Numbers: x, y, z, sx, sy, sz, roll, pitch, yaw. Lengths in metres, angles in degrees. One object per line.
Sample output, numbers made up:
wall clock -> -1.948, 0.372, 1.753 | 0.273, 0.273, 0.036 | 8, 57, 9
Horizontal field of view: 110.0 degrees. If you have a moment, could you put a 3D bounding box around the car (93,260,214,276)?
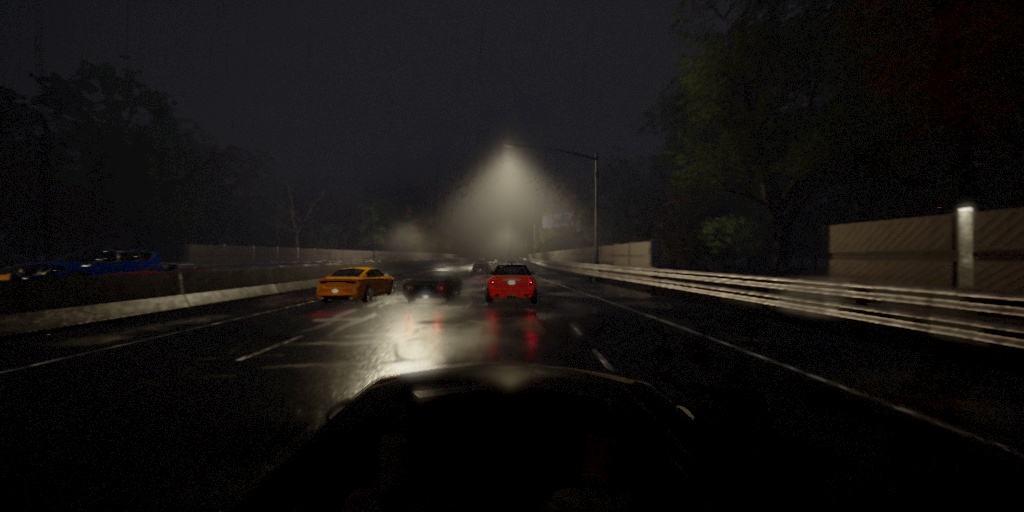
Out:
car -> -17.508, 1.006, 18.236 | 1.895, 1.301, 4.718 | 0, 0, 0

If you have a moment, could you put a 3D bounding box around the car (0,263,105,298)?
car -> -24.508, 1.153, 18.263 | 1.882, 1.535, 5.008 | 0, 0, 0

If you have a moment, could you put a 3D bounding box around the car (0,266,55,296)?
car -> -27.387, 1.298, 18.261 | 1.837, 1.490, 4.892 | 0, 0, 3

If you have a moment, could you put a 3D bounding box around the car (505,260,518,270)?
car -> -0.025, 1.341, 56.047 | 1.994, 1.385, 4.181 | 0, 0, 0

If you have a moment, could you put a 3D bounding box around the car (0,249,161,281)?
car -> -21.008, 0.636, 18.234 | 2.150, 2.045, 5.566 | 0, 0, 0

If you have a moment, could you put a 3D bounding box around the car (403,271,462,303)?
car -> -3.509, 1.358, 16.801 | 1.895, 1.301, 4.718 | 0, 0, 0

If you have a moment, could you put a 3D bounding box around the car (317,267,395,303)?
car -> -7.008, 1.235, 16.684 | 1.882, 1.535, 5.008 | 0, 0, 0

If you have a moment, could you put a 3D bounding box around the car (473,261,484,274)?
car -> -3.518, 1.276, 42.033 | 1.837, 1.490, 4.892 | 0, 0, 0

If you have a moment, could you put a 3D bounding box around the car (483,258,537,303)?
car -> -0.010, 1.109, 16.858 | 2.097, 1.767, 4.553 | 0, 0, 0
